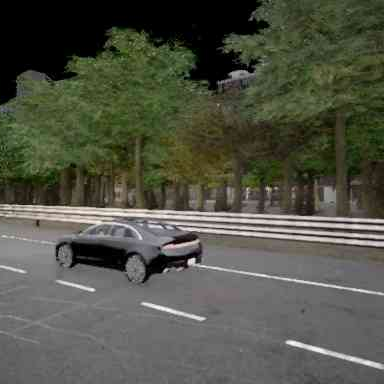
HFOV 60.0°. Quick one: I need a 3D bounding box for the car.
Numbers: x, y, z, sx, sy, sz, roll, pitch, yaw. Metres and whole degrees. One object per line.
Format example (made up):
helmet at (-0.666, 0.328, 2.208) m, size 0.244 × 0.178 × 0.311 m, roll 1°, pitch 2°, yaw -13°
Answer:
car at (-1.987, 1.510, 9.591) m, size 4.902 × 1.511 × 2.128 m, roll 0°, pitch 0°, yaw 35°
